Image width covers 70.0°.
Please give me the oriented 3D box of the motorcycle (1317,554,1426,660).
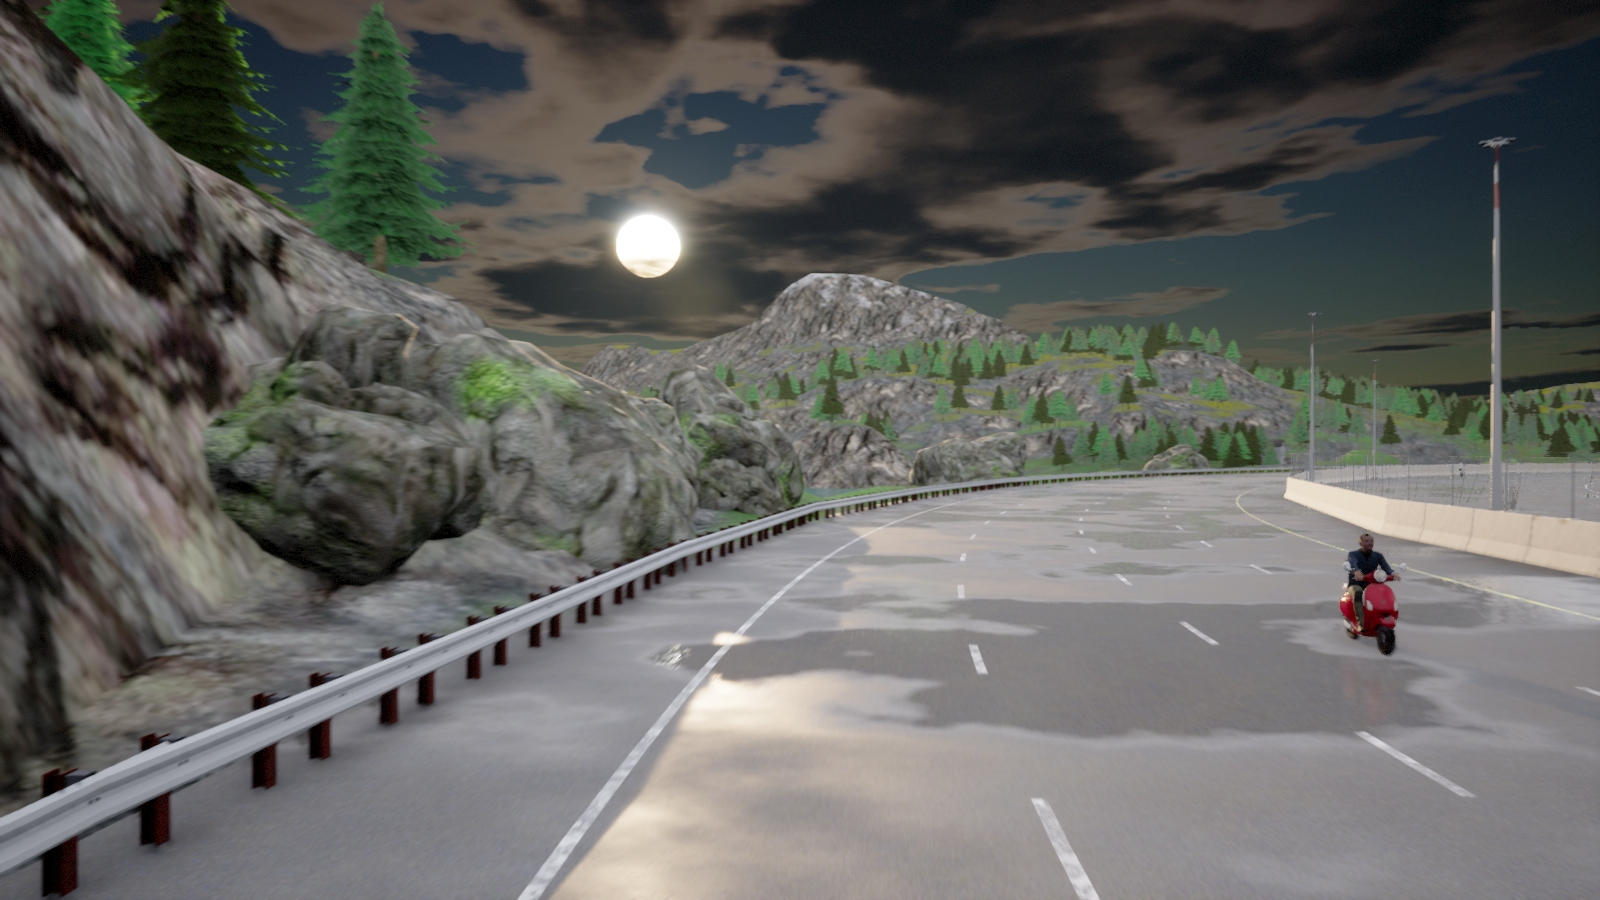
[{"bbox_3d":[8.099,2.195,16.282,0.856,1.236,1.805,1,0,8],"label":"motorcycle"}]
